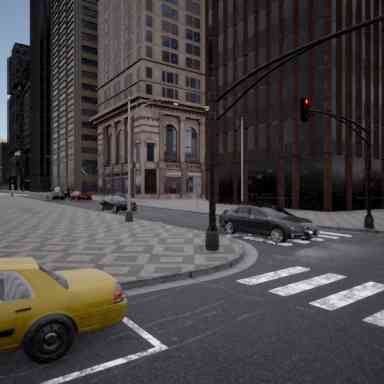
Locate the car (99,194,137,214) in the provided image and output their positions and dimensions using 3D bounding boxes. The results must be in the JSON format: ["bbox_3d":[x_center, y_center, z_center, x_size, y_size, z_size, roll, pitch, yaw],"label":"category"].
[{"bbox_3d":[-6.477,0.966,28.812,1.882,1.535,5.008,0,1,-36],"label":"car"}]

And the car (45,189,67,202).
[{"bbox_3d":[-19.248,0.675,46.782,1.895,1.301,4.718,0,1,-35],"label":"car"}]

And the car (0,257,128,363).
[{"bbox_3d":[-3.283,1.525,4.308,4.829,1.417,1.752,0,0,-35],"label":"car"}]

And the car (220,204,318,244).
[{"bbox_3d":[3.302,1.323,15.133,1.837,1.490,4.892,0,1,-36],"label":"car"}]

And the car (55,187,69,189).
[{"bbox_3d":[-21.926,0.132,55.751,2.150,2.045,5.566,0,1,-36],"label":"car"}]

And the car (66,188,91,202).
[{"bbox_3d":[-15.965,0.574,47.490,1.882,1.535,5.008,0,1,-35],"label":"car"}]
